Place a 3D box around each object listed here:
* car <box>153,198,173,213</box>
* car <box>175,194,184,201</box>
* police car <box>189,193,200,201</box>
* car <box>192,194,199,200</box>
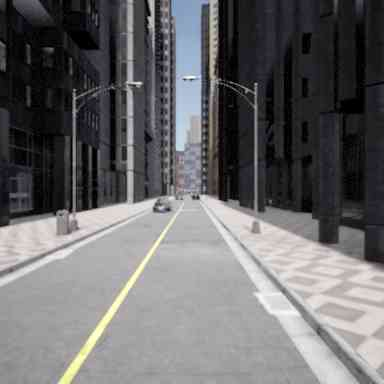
[{"bbox_3d":[-3.065,1.398,35.316,1.812,1.442,4.674,0,0,0],"label":"car"},{"bbox_3d":[-2.942,1.200,77.352,1.882,1.535,5.008,0,0,0],"label":"car"},{"bbox_3d":[0.958,1.157,78.702,1.930,1.638,5.238,0,0,0],"label":"police car"},{"bbox_3d":[0.966,1.234,88.592,1.812,1.442,4.674,0,0,0],"label":"car"}]
